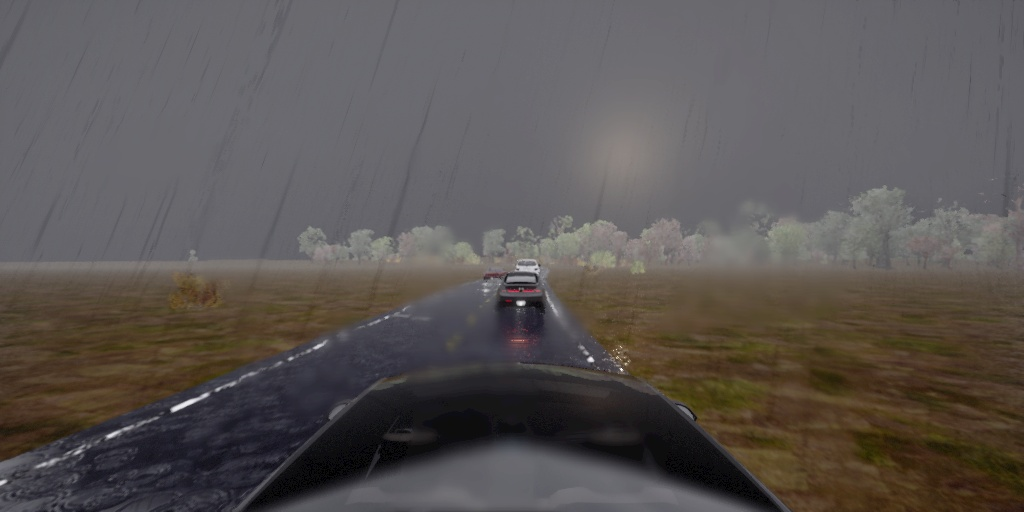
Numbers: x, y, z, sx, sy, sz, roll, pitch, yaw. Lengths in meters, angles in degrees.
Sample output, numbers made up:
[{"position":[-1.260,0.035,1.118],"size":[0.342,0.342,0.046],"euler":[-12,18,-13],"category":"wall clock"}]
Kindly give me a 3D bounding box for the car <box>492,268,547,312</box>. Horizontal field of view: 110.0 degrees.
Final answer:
[{"position":[0.404,1.422,15.074],"size":[1.837,1.490,4.892],"euler":[0,0,2],"category":"car"}]

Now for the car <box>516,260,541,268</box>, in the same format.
[{"position":[1.500,1.366,33.801],"size":[2.150,2.045,5.566],"euler":[0,-1,5],"category":"car"}]

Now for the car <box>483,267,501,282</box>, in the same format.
[{"position":[-1.625,1.756,34.766],"size":[1.895,1.301,4.718],"euler":[0,-1,5],"category":"car"}]
